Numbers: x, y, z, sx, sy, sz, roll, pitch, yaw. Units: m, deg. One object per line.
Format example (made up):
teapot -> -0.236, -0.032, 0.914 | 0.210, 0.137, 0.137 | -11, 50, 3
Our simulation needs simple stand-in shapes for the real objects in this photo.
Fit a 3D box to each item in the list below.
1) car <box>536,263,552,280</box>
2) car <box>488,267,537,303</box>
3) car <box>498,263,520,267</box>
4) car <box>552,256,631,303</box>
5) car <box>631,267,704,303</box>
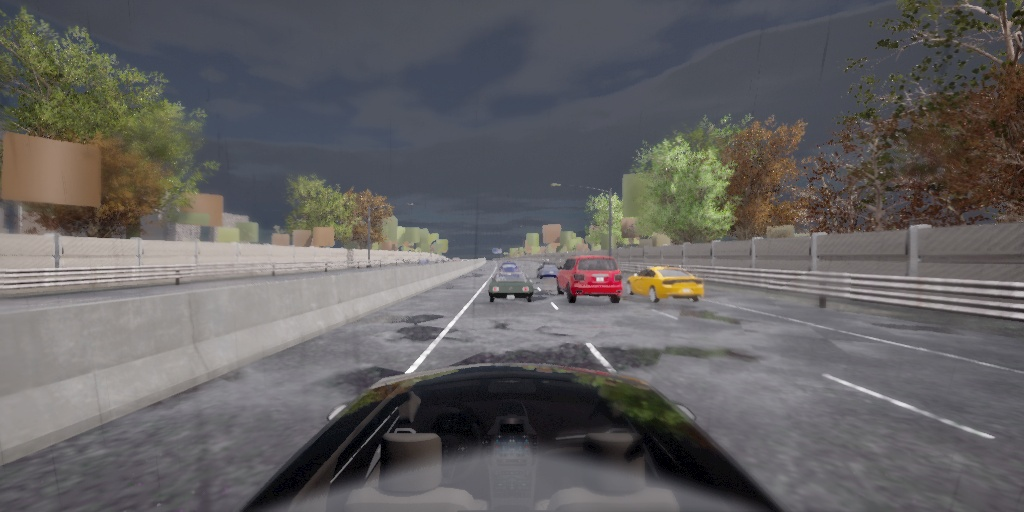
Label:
car -> 3.246, 1.332, 31.792 | 1.994, 1.385, 4.181 | 0, 0, -1
car -> -0.064, 1.370, 16.719 | 1.895, 1.301, 4.718 | 0, 0, 0
car -> -0.254, 1.292, 31.734 | 1.812, 1.442, 4.674 | 0, 0, -1
car -> 3.436, 1.012, 16.750 | 2.150, 2.045, 5.566 | 0, 0, 0
car -> 6.936, 1.240, 16.748 | 1.882, 1.535, 5.008 | 0, 0, 0
